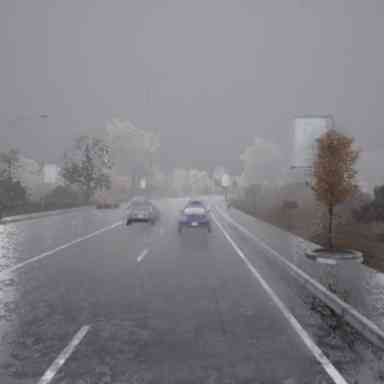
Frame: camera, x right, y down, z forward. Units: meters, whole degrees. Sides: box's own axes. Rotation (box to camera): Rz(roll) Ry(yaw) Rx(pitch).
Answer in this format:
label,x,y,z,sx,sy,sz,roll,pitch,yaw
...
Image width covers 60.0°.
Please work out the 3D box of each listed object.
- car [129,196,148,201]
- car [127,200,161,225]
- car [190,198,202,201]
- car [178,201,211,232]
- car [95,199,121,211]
label,x,y,z,sx,sy,sz,roll,pitch,yaw
car,-6.597,1.287,41.300,2.097,1.767,4.553,0,0,2
car,-3.321,1.527,23.609,1.994,1.385,4.181,0,0,1
car,0.493,1.446,38.880,1.837,1.490,4.892,0,1,2
car,0.153,1.495,19.758,1.812,1.442,4.674,0,0,0
car,-10.144,1.538,40.389,1.895,1.301,4.718,0,0,2
